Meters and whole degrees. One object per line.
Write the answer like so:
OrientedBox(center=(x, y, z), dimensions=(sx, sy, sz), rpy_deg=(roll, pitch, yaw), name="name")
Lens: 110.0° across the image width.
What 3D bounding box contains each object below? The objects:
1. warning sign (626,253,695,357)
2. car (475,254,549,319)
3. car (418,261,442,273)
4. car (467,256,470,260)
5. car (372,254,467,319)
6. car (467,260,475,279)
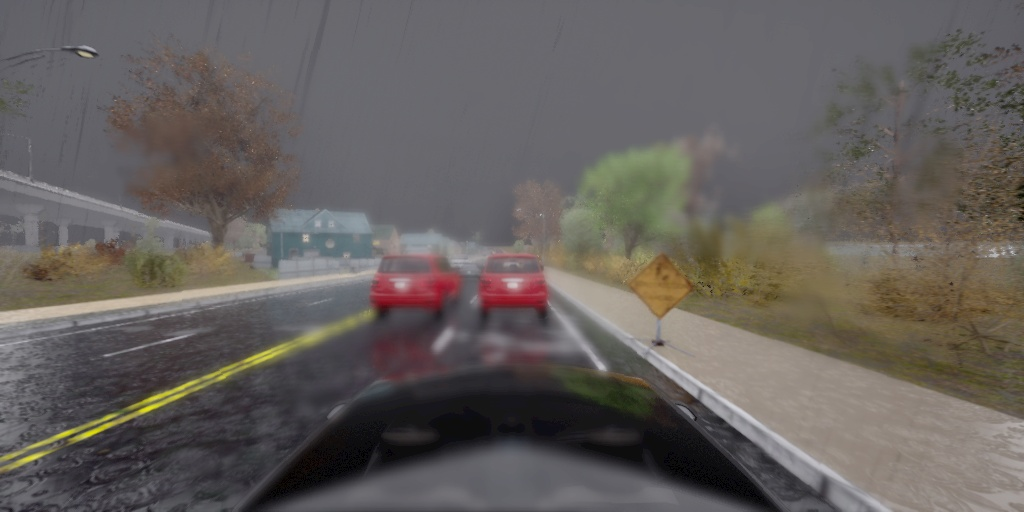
OrientedBox(center=(2.850, 0.867, 7.018), dimensions=(1.300, 1.860, 1.060), rpy_deg=(0, 0, 0), name="warning sign")
OrientedBox(center=(0.086, 0.972, 13.021), dimensions=(2.150, 2.045, 5.566), rpy_deg=(0, 0, 0), name="car")
OrientedBox(center=(-9.840, 1.348, 43.454), dimensions=(1.895, 1.301, 4.718), rpy_deg=(0, 0, 0), name="car")
OrientedBox(center=(-6.581, 0.970, 46.202), dimensions=(2.150, 2.045, 5.566), rpy_deg=(0, 0, 0), name="car")
OrientedBox(center=(-3.163, 0.972, 13.031), dimensions=(2.150, 2.045, 5.566), rpy_deg=(0, 0, 0), name="car")
OrientedBox(center=(-3.162, 1.314, 29.745), dimensions=(1.994, 1.385, 4.181), rpy_deg=(0, 0, 0), name="car")
